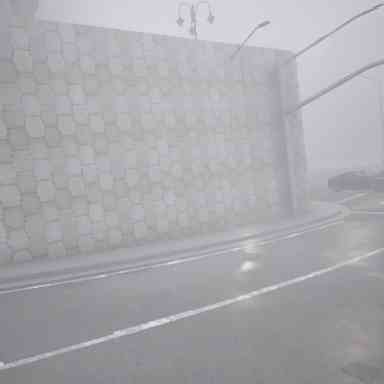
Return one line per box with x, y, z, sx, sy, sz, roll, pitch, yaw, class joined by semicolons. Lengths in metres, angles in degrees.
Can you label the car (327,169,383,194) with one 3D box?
12.145;-0.785;23.756;2.128;1.511;4.902;-11;6;-35;car
